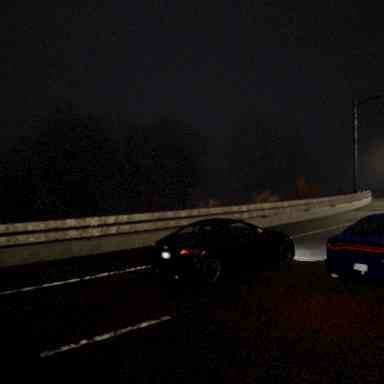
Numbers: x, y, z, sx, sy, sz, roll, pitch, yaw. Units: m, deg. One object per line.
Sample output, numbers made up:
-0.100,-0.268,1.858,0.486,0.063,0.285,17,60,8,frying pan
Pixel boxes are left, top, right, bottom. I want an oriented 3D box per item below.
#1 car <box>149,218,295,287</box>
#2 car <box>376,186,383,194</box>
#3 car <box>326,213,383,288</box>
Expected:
0.940,1.408,9.075,4.181,1.385,1.994,-2,1,-39,car
36.475,-0.404,62.997,2.033,1.411,5.357,-1,1,14,car
5.146,1.239,8.048,5.008,1.535,1.882,-2,1,-41,car
